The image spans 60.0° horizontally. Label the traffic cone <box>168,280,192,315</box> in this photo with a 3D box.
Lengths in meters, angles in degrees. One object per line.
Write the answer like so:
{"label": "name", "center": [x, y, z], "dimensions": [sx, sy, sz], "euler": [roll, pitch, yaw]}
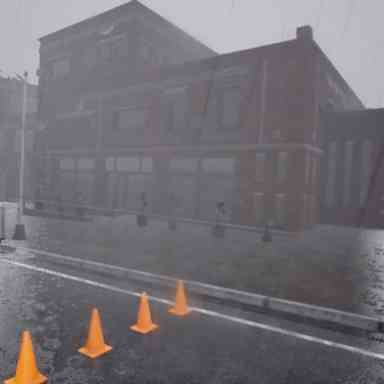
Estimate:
{"label": "traffic cone", "center": [-0.231, 1.993, 6.398], "dimensions": [0.340, 0.580, 0.340], "euler": [0, 0, 36]}

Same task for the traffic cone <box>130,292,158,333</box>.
{"label": "traffic cone", "center": [-0.809, 1.986, 5.597], "dimensions": [0.340, 0.580, 0.340], "euler": [0, 0, 36]}

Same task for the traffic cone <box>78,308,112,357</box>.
{"label": "traffic cone", "center": [-1.394, 1.978, 4.788], "dimensions": [0.340, 0.580, 0.340], "euler": [0, 0, 36]}
